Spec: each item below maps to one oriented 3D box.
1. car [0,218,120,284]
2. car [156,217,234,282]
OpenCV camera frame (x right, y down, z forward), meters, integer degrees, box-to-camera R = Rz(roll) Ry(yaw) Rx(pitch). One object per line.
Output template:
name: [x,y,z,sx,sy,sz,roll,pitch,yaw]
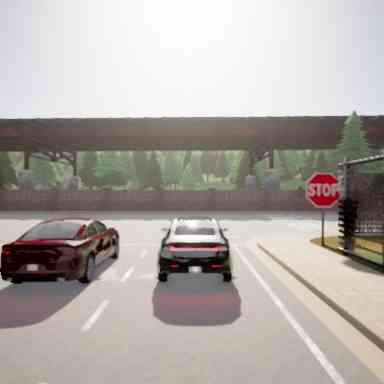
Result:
car: [-3.422,1.473,9.636,1.882,1.535,5.008,0,0,0]
car: [0.079,1.487,9.706,2.128,1.511,4.902,0,0,0]
